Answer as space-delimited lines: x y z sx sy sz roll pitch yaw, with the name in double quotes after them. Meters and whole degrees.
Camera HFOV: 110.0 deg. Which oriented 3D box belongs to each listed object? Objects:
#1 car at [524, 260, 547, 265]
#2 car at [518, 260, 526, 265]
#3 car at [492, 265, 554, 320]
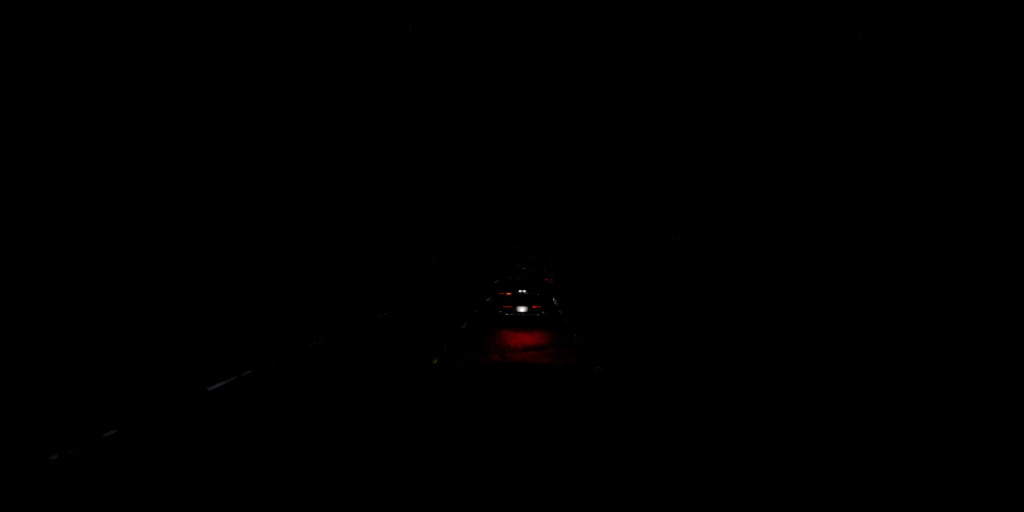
2.633 1.321 34.804 1.895 1.301 4.718 0 0 9 "car"
2.100 1.233 48.728 2.033 1.411 5.357 0 0 13 "car"
0.389 1.250 12.557 1.837 1.490 4.892 0 0 2 "car"
